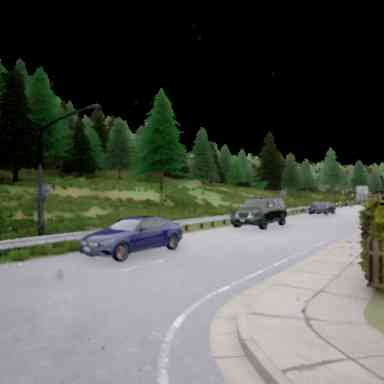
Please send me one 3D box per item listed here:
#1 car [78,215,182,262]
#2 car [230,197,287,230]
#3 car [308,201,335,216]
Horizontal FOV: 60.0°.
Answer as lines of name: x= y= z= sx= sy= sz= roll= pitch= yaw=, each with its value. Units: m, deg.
car: x=-2.227 y=1.694 z=13.227 sx=1.812 sy=1.442 sz=4.674 roll=0 pitch=0 yaw=36
car: x=4.739 y=1.383 z=22.989 sx=2.150 sy=2.045 sz=5.566 roll=0 pitch=1 yaw=36
car: x=14.016 y=1.709 z=35.825 sx=1.837 sy=1.490 sz=4.892 roll=0 pitch=0 yaw=36
